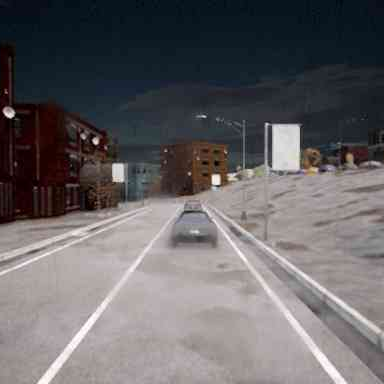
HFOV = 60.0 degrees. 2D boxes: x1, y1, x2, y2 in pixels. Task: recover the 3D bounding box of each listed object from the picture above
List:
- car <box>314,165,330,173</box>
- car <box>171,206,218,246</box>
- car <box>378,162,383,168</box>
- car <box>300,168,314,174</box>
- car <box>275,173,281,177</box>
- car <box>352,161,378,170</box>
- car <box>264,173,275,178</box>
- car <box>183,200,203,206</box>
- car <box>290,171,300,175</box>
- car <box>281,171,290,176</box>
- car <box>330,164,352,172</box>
[{"bbox_3d":[22.926,-3.787,55.830,2.185,1.767,4.553,0,1,-5],"label":"car"},{"bbox_3d":[0.104,1.562,15.361,1.994,1.385,4.181,0,0,0],"label":"car"},{"bbox_3d":[25.050,-3.358,39.304,2.231,1.521,4.892,0,1,-9],"label":"car"},{"bbox_3d":[22.459,-3.762,61.336,2.097,1.535,5.008,0,1,-4],"label":"car"},{"bbox_3d":[21.748,-4.036,77.933,2.231,1.521,4.892,0,1,-1],"label":"car"},{"bbox_3d":[24.246,-3.418,44.665,2.002,1.452,4.674,0,1,-7],"label":"car"},{"bbox_3d":[21.512,-4.291,88.869,2.185,1.767,4.553,0,1,-1],"label":"car"},{"bbox_3d":[0.108,1.543,33.402,2.033,1.411,5.357,0,0,0],"label":"car"},{"bbox_3d":[22.107,-3.823,66.873,2.002,1.452,4.674,0,1,-2],"label":"car"},{"bbox_3d":[21.875,-3.958,72.415,2.231,1.521,4.892,0,1,-1],"label":"car"},{"bbox_3d":[23.545,-3.529,50.139,2.163,1.488,4.792,0,1,-6],"label":"car"}]
